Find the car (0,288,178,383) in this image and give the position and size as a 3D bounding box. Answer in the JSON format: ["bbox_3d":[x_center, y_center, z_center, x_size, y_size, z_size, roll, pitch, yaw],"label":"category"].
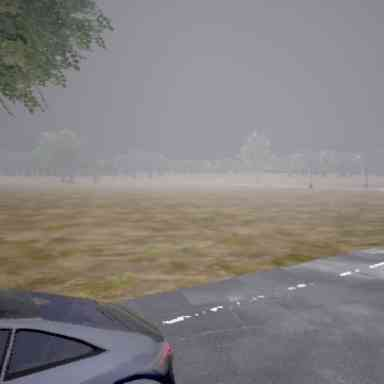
[{"bbox_3d":[-2.151,1.564,2.457,4.181,1.385,1.994,0,0,-36],"label":"car"}]
